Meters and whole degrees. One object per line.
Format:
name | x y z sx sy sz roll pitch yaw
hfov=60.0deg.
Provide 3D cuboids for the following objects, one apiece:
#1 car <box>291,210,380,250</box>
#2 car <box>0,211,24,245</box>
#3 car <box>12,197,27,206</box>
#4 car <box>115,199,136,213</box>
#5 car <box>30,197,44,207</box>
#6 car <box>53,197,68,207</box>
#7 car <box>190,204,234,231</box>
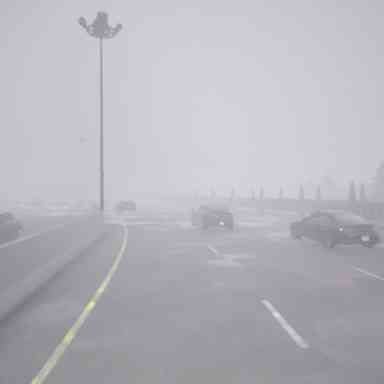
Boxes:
car | 5.887 1.493 14.180 1.812 1.442 4.674 0 0 -8
car | -8.295 1.538 13.274 1.837 1.490 4.892 0 0 -9
car | -31.053 1.642 59.928 1.812 1.442 4.674 0 0 -21
car | -7.552 1.511 37.655 2.128 1.511 4.902 0 0 -20
car | -25.166 1.596 54.190 1.837 1.490 4.892 0 0 -20
car | -20.769 1.600 52.441 1.812 1.442 4.674 0 0 -20
car | 1.166 1.491 20.786 1.837 1.490 4.892 0 0 -12
